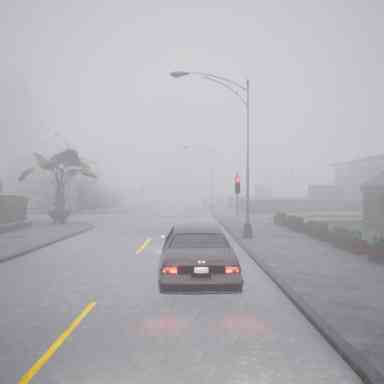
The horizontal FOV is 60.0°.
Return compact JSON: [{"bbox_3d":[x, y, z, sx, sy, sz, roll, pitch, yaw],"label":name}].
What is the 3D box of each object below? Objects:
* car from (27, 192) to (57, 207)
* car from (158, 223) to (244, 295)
[{"bbox_3d":[-19.782,0.986,43.806,1.905,1.878,3.866,0,0,35],"label":"car"},{"bbox_3d":[0.109,1.547,8.902,2.033,1.411,5.357,0,0,-2],"label":"car"}]
